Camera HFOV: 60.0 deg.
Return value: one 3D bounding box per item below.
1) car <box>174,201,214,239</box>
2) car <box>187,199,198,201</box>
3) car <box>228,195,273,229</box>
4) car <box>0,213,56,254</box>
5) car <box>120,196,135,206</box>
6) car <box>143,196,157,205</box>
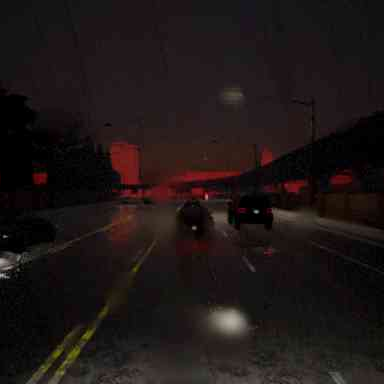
[{"bbox_3d":[0.098,1.456,17.385,1.882,1.535,5.008,0,0,0],"label":"car"},{"bbox_3d":[0.097,1.515,39.071,1.994,1.385,4.181,0,0,0],"label":"car"},{"bbox_3d":[3.599,1.195,21.279,2.150,2.045,5.566,0,0,0],"label":"car"},{"bbox_3d":[-7.100,1.548,13.220,1.994,1.385,4.181,0,0,0],"label":"car"},{"bbox_3d":[-10.561,1.457,54.922,1.812,1.442,4.674,0,0,0],"label":"car"},{"bbox_3d":[-7.059,1.407,56.485,1.882,1.535,5.008,0,0,0],"label":"car"}]
